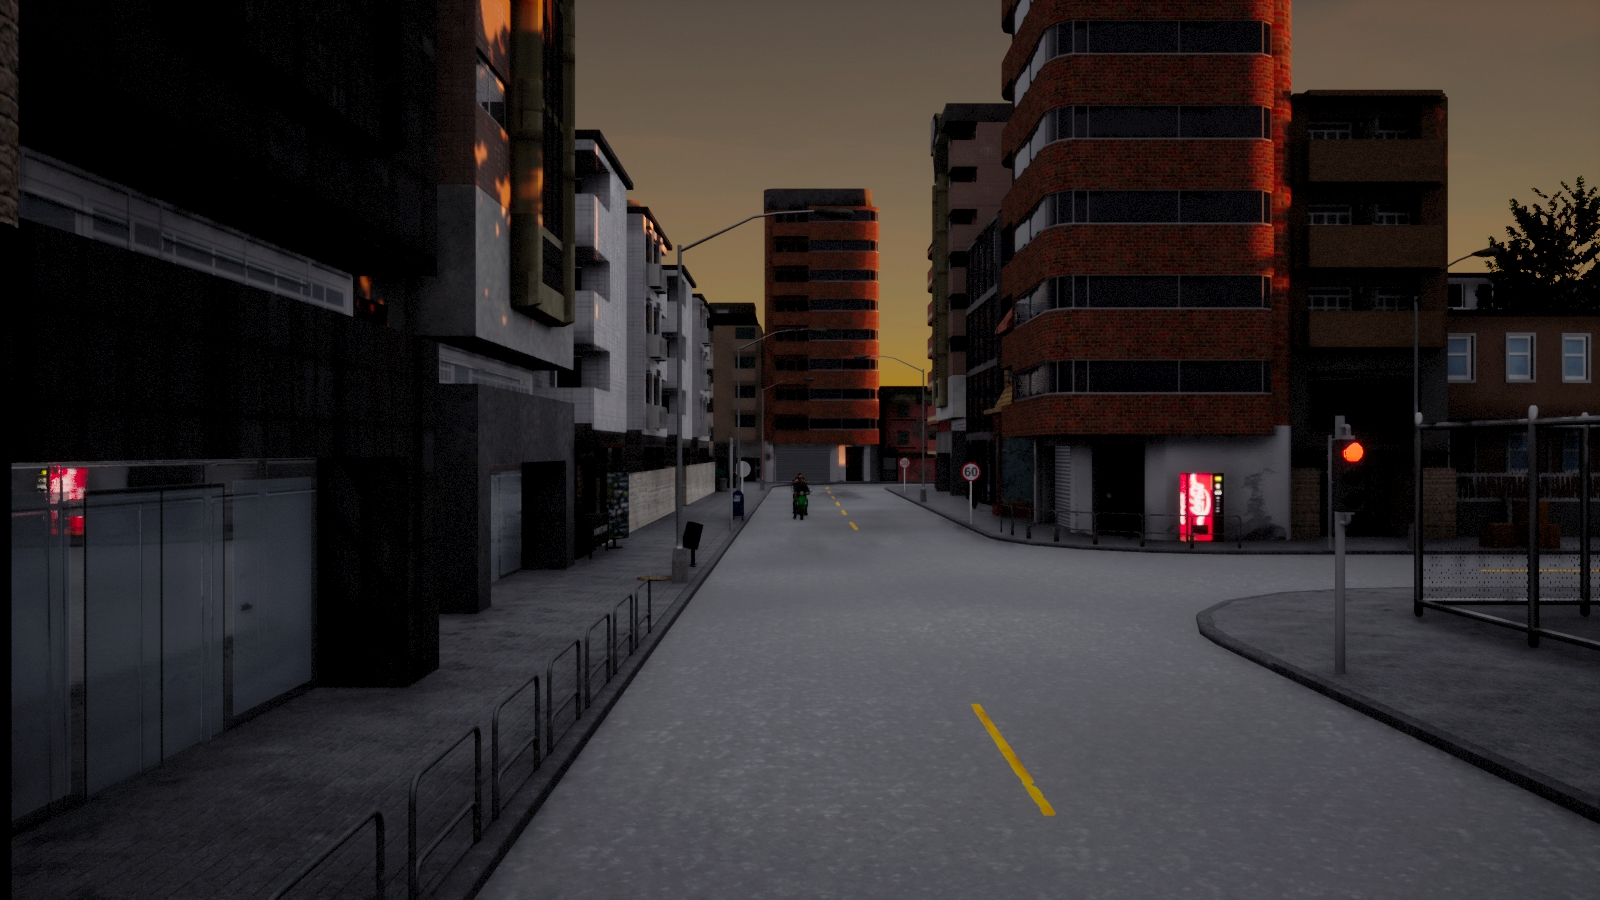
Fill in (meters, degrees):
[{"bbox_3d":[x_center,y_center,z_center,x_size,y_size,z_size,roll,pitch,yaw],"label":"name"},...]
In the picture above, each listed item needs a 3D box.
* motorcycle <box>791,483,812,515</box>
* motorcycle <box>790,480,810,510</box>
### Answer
[{"bbox_3d":[0.063,1.970,46.521,0.856,1.236,1.805,0,0,0],"label":"motorcycle"},{"bbox_3d":[0.019,1.970,50.389,0.856,1.236,1.805,0,0,0],"label":"motorcycle"}]
